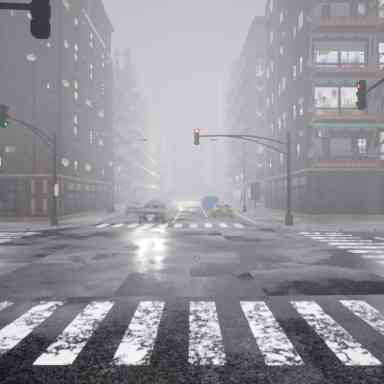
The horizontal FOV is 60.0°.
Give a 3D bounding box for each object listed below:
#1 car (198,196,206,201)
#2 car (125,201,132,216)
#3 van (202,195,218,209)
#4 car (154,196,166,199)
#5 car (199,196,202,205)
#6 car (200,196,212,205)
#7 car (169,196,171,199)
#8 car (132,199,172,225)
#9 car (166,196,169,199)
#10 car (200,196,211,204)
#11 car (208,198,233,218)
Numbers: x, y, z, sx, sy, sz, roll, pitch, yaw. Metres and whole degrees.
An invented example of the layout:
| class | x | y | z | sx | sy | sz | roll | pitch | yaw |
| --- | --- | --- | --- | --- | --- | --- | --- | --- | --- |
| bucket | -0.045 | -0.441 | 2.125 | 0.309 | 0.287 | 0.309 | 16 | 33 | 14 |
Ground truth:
| class | x | y | z | sx | sy | sz | roll | pitch | yaw |
| --- | --- | --- | --- | --- | --- | --- | --- | --- | --- |
| car | 2.581 | 1.627 | 83.665 | 1.887 | 1.381 | 4.507 | 1 | 0 | 0 |
| car | -5.432 | 1.565 | 32.697 | 2.008 | 1.369 | 4.403 | 1 | 0 | 0 |
| van | 2.613 | 1.366 | 44.075 | 1.690 | 1.788 | 3.998 | 1 | 0 | 0 |
| car | -5.302 | 1.613 | 49.670 | 1.802 | 1.307 | 4.206 | 1 | 0 | 0 |
| car | 2.581 | 1.347 | 49.728 | 2.192 | 1.841 | 5.009 | 1 | 0 | 0 |
| car | 2.581 | 1.486 | 61.040 | 1.967 | 1.590 | 4.097 | 1 | 0 | 0 |
| car | -5.301 | 1.627 | 60.986 | 1.802 | 1.307 | 4.206 | 1 | 0 | 0 |
| car | -2.748 | 1.504 | 24.421 | 2.128 | 1.511 | 4.902 | 0 | 0 | 0 |
| car | -5.301 | 1.563 | 55.158 | 1.752 | 1.417 | 4.829 | 1 | 0 | 0 |
| car | 2.580 | 1.604 | 66.697 | 2.008 | 1.369 | 4.403 | 1 | 0 | 0 |
| car | 2.707 | 1.538 | 30.241 | 1.752 | 1.417 | 4.829 | 1 | 0 | 0 |
